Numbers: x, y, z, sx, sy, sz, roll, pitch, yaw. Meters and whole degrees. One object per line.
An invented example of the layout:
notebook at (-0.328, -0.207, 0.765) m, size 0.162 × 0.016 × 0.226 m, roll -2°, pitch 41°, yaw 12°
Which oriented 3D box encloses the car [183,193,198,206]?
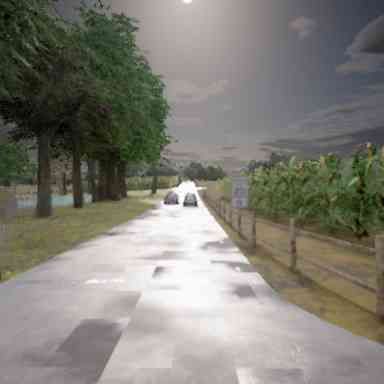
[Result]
car at (-0.194, 1.154, 44.460) m, size 1.994 × 1.385 × 4.181 m, roll 0°, pitch 1°, yaw 0°

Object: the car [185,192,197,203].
car at (-0.235, 0.831, 54.458) m, size 1.882 × 1.535 × 5.008 m, roll 0°, pitch 2°, yaw 0°

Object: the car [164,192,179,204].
car at (-2.961, 0.852, 48.646) m, size 2.097 × 1.767 × 4.553 m, roll 0°, pitch 1°, yaw 0°
